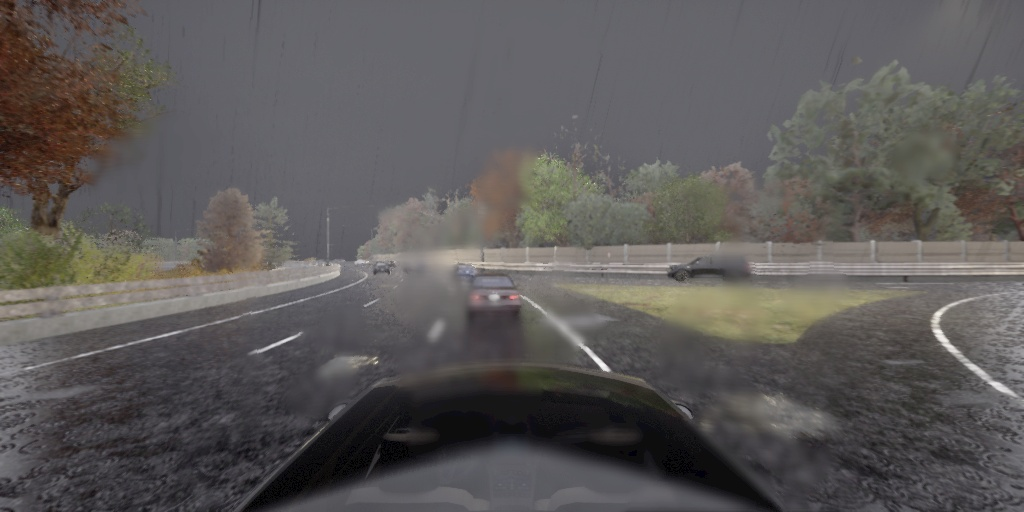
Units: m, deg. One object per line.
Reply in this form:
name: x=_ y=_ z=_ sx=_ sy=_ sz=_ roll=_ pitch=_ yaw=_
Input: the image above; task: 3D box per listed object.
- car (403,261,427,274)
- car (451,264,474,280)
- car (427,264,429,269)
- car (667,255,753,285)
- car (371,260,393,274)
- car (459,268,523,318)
car: x=-12.215 y=1.433 z=44.145 sx=2.128 sy=1.511 sz=4.902 roll=0 pitch=0 yaw=-22
car: x=-4.393 y=1.414 z=32.718 sx=2.033 sy=1.411 sz=5.357 roll=0 pitch=0 yaw=-17
car: x=-14.926 y=1.544 z=57.470 sx=2.033 sy=1.411 sz=5.357 roll=0 pitch=0 yaw=-30
car: x=14.458 y=0.971 z=26.457 sx=5.566 sy=2.045 sz=2.150 roll=0 pitch=0 yaw=21
car: x=-16.640 y=1.495 z=45.509 sx=1.812 sy=1.442 sz=4.674 roll=0 pitch=0 yaw=-24
car: x=-0.767 y=1.336 z=13.308 sx=2.033 sy=1.411 sz=5.357 roll=0 pitch=0 yaw=-6
